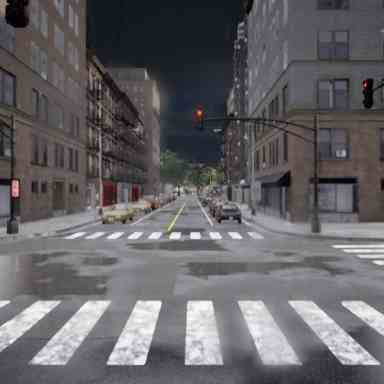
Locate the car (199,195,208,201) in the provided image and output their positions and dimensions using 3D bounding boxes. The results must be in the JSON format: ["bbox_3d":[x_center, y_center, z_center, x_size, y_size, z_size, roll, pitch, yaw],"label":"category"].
[{"bbox_3d":[2.671,1.514,79.560,1.887,1.381,4.507,0,0,0],"label":"car"}]

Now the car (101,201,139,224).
[{"bbox_3d":[-5.406,1.513,24.573,1.752,1.417,4.829,0,0,0],"label":"car"}]

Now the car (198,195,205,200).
[{"bbox_3d":[2.675,1.549,90.523,1.802,1.307,4.206,0,0,0],"label":"car"}]

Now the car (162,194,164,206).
[{"bbox_3d":[-5.389,1.420,46.671,1.967,1.590,4.097,0,0,0],"label":"car"}]

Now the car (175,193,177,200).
[{"bbox_3d":[-5.358,1.283,85.045,2.192,1.841,5.009,0,0,0],"label":"car"}]

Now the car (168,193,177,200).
[{"bbox_3d":[-5.354,1.281,90.528,2.192,1.841,5.009,0,0,0],"label":"car"}]

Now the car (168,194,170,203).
[{"bbox_3d":[-5.380,1.527,57.635,2.008,1.369,4.403,0,0,0],"label":"car"}]

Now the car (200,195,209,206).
[{"bbox_3d":[2.659,1.529,52.149,2.008,1.369,4.403,0,0,0],"label":"car"}]

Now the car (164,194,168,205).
[{"bbox_3d":[-5.385,1.418,52.153,1.967,1.590,4.097,0,0,0],"label":"car"}]

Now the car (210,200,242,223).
[{"bbox_3d":[2.647,1.539,24.740,2.008,1.369,4.403,0,0,0],"label":"car"}]

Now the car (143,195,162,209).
[{"bbox_3d":[-5.393,1.297,41.189,2.192,1.841,5.009,0,0,0],"label":"car"}]

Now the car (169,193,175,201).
[{"bbox_3d":[-5.371,1.287,68.599,2.192,1.841,5.009,0,0,0],"label":"car"}]

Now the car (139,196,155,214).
[{"bbox_3d":[-5.398,1.509,35.537,1.752,1.417,4.829,0,0,0],"label":"car"}]

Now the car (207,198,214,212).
[{"bbox_3d":[2.649,1.531,30.222,1.887,1.381,4.507,0,0,0],"label":"car"}]

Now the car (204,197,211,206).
[{"bbox_3d":[2.652,1.535,35.703,2.008,1.369,4.403,0,0,0],"label":"car"}]

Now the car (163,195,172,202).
[{"bbox_3d":[-5.367,1.496,73.911,1.752,1.417,4.829,0,0,0],"label":"car"}]

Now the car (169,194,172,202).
[{"bbox_3d":[-5.376,1.540,63.117,1.947,1.339,4.313,0,0,0],"label":"car"}]
